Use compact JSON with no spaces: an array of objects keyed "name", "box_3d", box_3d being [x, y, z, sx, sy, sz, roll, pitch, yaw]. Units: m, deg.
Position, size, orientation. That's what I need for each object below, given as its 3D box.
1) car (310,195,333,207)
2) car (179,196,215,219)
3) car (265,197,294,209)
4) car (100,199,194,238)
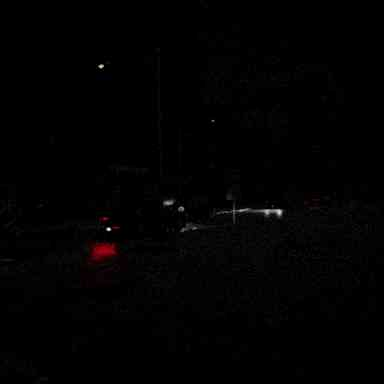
[{"name":"car","box_3d":[16.749,1.105,42.974,1.837,1.490,4.892,-2,0,35]},{"name":"car","box_3d":[-0.271,1.143,24.141,2.097,1.767,4.553,-2,0,35]},{"name":"car","box_3d":[10.259,1.279,38.883,1.895,1.301,4.718,-2,-1,36]},{"name":"car","box_3d":[-2.199,1.314,16.335,1.837,1.490,4.892,-2,0,35]}]
